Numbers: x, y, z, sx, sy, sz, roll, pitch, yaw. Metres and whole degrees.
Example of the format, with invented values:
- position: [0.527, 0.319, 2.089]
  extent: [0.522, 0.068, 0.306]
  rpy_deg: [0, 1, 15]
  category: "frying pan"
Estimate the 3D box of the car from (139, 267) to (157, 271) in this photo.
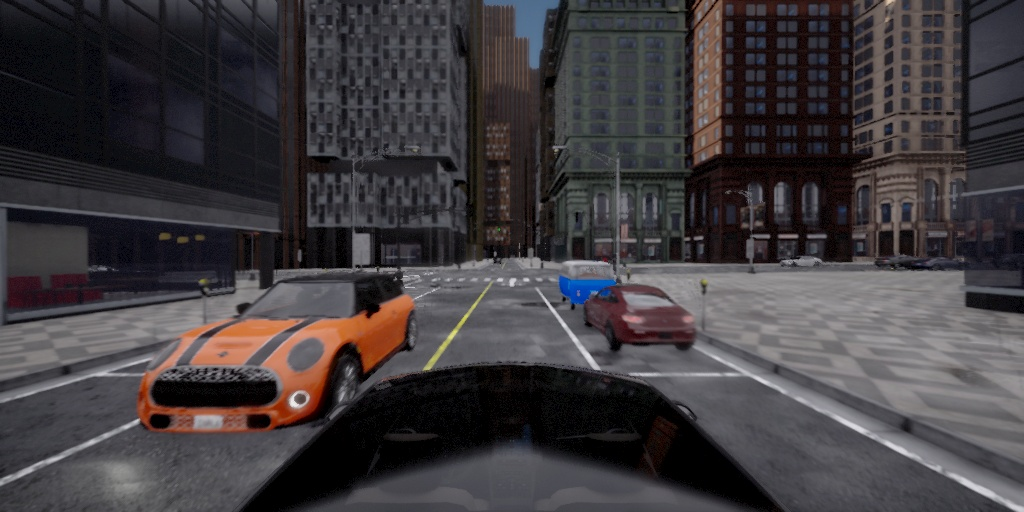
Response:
- position: [-40.318, 1.831, 38.317]
  extent: [4.718, 1.301, 1.895]
  rpy_deg: [-1, 0, 0]
  category: "car"

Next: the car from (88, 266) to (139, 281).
- position: [-40.244, 1.728, 35.058]
  extent: [5.008, 1.535, 1.882]
  rpy_deg: [-1, 0, 0]
  category: "car"

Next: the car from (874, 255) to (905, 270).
- position: [41.841, 0.643, 38.434]
  extent: [4.902, 1.511, 2.128]
  rpy_deg: [-1, 0, 0]
  category: "car"

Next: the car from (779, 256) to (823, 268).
- position: [36.268, 0.703, 45.020]
  extent: [4.674, 1.442, 1.812]
  rpy_deg: [-1, 0, 0]
  category: "car"

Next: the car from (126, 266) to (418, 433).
- position: [-3.098, 1.098, 5.902]
  extent: [2.097, 1.767, 4.553]
  rpy_deg: [0, 0, 0]
  category: "car"

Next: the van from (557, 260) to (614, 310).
- position: [2.856, 1.077, 14.378]
  extent: [1.690, 1.789, 3.998]
  rpy_deg: [0, 0, 0]
  category: "van"

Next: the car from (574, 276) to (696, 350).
- position: [2.856, 1.325, 8.729]
  extent: [1.802, 1.307, 4.207]
  rpy_deg: [0, 0, 0]
  category: "car"

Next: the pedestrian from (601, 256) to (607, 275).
- position: [7.127, 0.839, 27.817]
  extent: [0.375, 1.860, 0.375]
  rpy_deg: [0, 0, 0]
  category: "pedestrian"

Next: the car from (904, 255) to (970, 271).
- position: [41.932, 0.735, 35.183]
  extent: [4.181, 1.385, 1.994]
  rpy_deg: [-1, 0, 1]
  category: "car"

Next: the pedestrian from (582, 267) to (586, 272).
- position: [5.888, 1.138, 29.018]
  extent: [0.375, 1.300, 0.375]
  rpy_deg: [0, 0, 0]
  category: "pedestrian"

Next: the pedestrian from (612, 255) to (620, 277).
- position: [8.084, 0.803, 28.417]
  extent: [0.375, 1.860, 0.375]
  rpy_deg: [0, 0, 0]
  category: "pedestrian"
